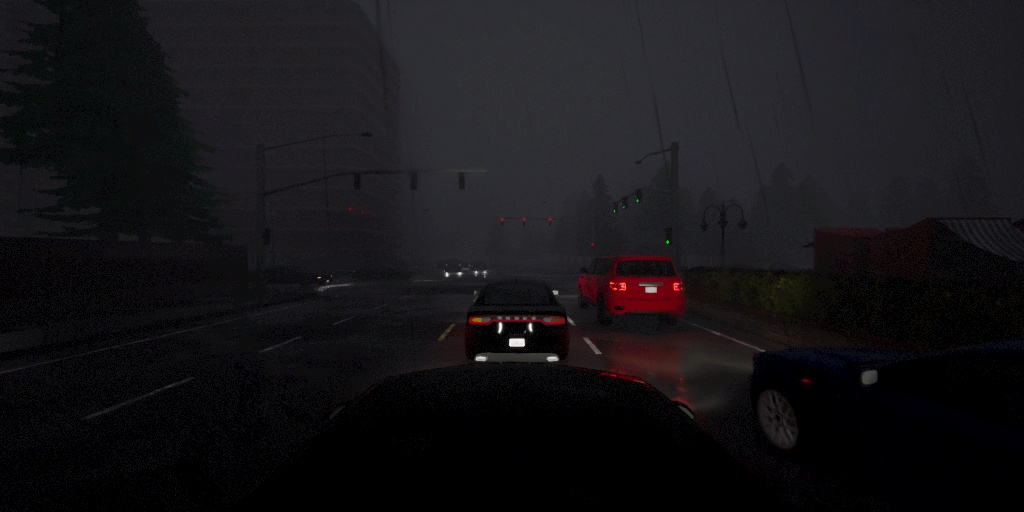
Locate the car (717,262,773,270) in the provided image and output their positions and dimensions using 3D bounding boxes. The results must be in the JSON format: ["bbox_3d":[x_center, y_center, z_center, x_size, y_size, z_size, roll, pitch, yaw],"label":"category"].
[{"bbox_3d":[19.521,1.353,31.837,5.357,1.411,2.033,0,0,1],"label":"car"}]

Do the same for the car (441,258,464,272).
[{"bbox_3d":[-7.782,1.102,46.896,2.097,1.767,4.553,0,0,-13],"label":"car"}]

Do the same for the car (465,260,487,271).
[{"bbox_3d":[-4.872,1.314,50.482,1.994,1.385,4.181,0,0,-18],"label":"car"}]

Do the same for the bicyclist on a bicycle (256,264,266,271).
[{"bbox_3d":[-28.508,1.106,40.729,0.582,1.620,1.656,0,0,1],"label":"bicyclist on a bicycle"}]

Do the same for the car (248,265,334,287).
[{"bbox_3d":[-15.443,1.353,25.007,5.357,1.411,2.033,0,0,3],"label":"car"}]

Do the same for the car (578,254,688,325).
[{"bbox_3d":[3.642,0.971,12.000,2.150,2.045,5.566,0,0,1],"label":"car"}]

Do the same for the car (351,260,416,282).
[{"bbox_3d":[-10.589,1.315,29.307,4.674,1.442,1.812,0,0,-9],"label":"car"}]

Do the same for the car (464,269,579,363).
[{"bbox_3d":[0.098,1.228,8.186,1.882,1.535,5.008,0,0,0],"label":"car"}]

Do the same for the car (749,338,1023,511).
[{"bbox_3d":[3.599,1.228,2.023,1.882,1.535,5.008,0,0,0],"label":"car"}]

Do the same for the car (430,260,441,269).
[{"bbox_3d":[-10.727,1.297,56.321,2.033,1.411,5.357,0,0,-27],"label":"car"}]

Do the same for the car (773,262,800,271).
[{"bbox_3d":[25.616,1.332,35.242,4.674,1.442,1.812,-1,0,1],"label":"car"}]
